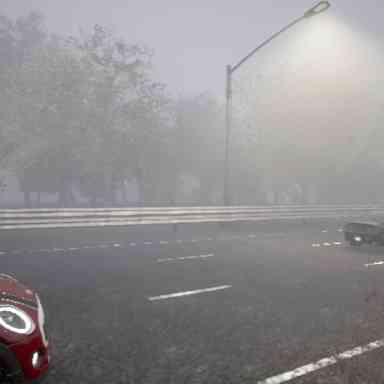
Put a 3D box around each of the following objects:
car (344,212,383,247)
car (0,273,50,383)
[{"bbox_3d":[8.638,1.624,14.294,4.892,1.490,1.837,1,0,-29],"label":"car"},{"bbox_3d":[-3.869,1.305,3.243,4.553,1.767,2.097,1,0,-29],"label":"car"}]
